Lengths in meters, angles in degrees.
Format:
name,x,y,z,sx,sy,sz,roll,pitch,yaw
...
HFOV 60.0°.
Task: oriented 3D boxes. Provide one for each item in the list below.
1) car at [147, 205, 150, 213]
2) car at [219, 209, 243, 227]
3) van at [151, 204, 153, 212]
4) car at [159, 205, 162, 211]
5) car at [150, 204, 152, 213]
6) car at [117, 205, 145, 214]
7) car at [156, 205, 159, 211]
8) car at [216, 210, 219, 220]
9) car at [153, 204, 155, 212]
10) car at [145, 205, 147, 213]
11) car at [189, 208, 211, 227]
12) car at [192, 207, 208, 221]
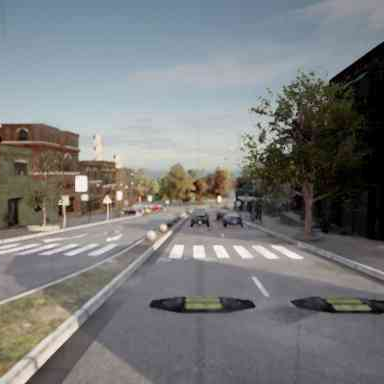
name,x,y,z,sx,sy,sz,roll,pitch,yaw
car,-12.392,4.055,72.759,4.792,1.488,2.163,0,-2,-19
car,4.009,2.702,33.330,1.812,1.442,4.674,0,-2,1
van,-12.127,4.023,78.915,4.442,1.987,1.878,0,-2,-19
car,-12.002,4.443,91.033,5.566,2.045,2.435,0,-2,-19
car,-12.476,4.133,75.755,5.366,1.575,1.946,0,-2,-19
car,-12.467,3.806,66.678,4.892,1.521,2.231,0,-2,-19
car,-12.035,4.584,87.995,4.892,1.521,2.231,0,-2,-19
car,4.358,3.161,46.732,1.882,1.535,5.008,0,-2,2
car,-12.140,4.234,81.918,4.553,1.767,2.185,0,-2,-19
car,-12.456,3.790,69.724,4.553,1.767,2.185,0,-2,-19
car,0.821,2.681,33.729,1.837,1.490,4.892,0,-2,2
car,1.100,3.009,46.495,2.097,1.767,4.553,0,-2,2
